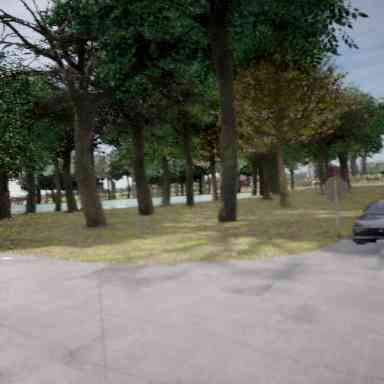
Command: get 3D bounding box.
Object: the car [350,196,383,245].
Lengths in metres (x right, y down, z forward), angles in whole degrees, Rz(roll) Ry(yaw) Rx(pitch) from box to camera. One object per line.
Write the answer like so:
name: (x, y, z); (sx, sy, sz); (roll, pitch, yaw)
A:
car: (7.307, 0.991, 12.209); (2.033, 1.411, 5.357); (-4, 0, 37)
